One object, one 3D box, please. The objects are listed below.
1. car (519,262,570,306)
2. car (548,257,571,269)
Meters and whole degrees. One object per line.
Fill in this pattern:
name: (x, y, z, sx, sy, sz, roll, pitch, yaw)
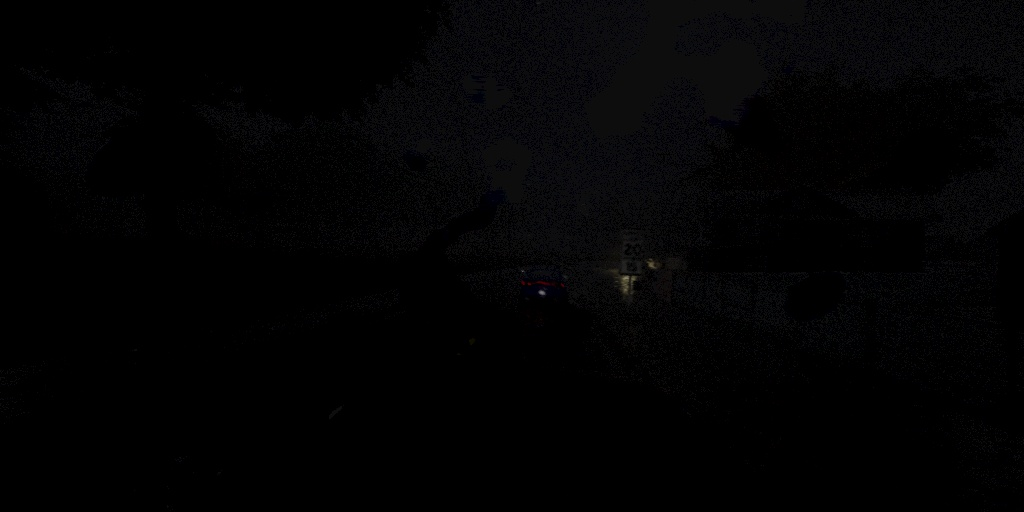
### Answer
car: (1.469, 1.258, 16.275, 1.882, 1.535, 5.008, 3, 0, 7)
car: (5.326, 0.845, 40.598, 1.837, 1.490, 4.892, 4, 3, 25)
